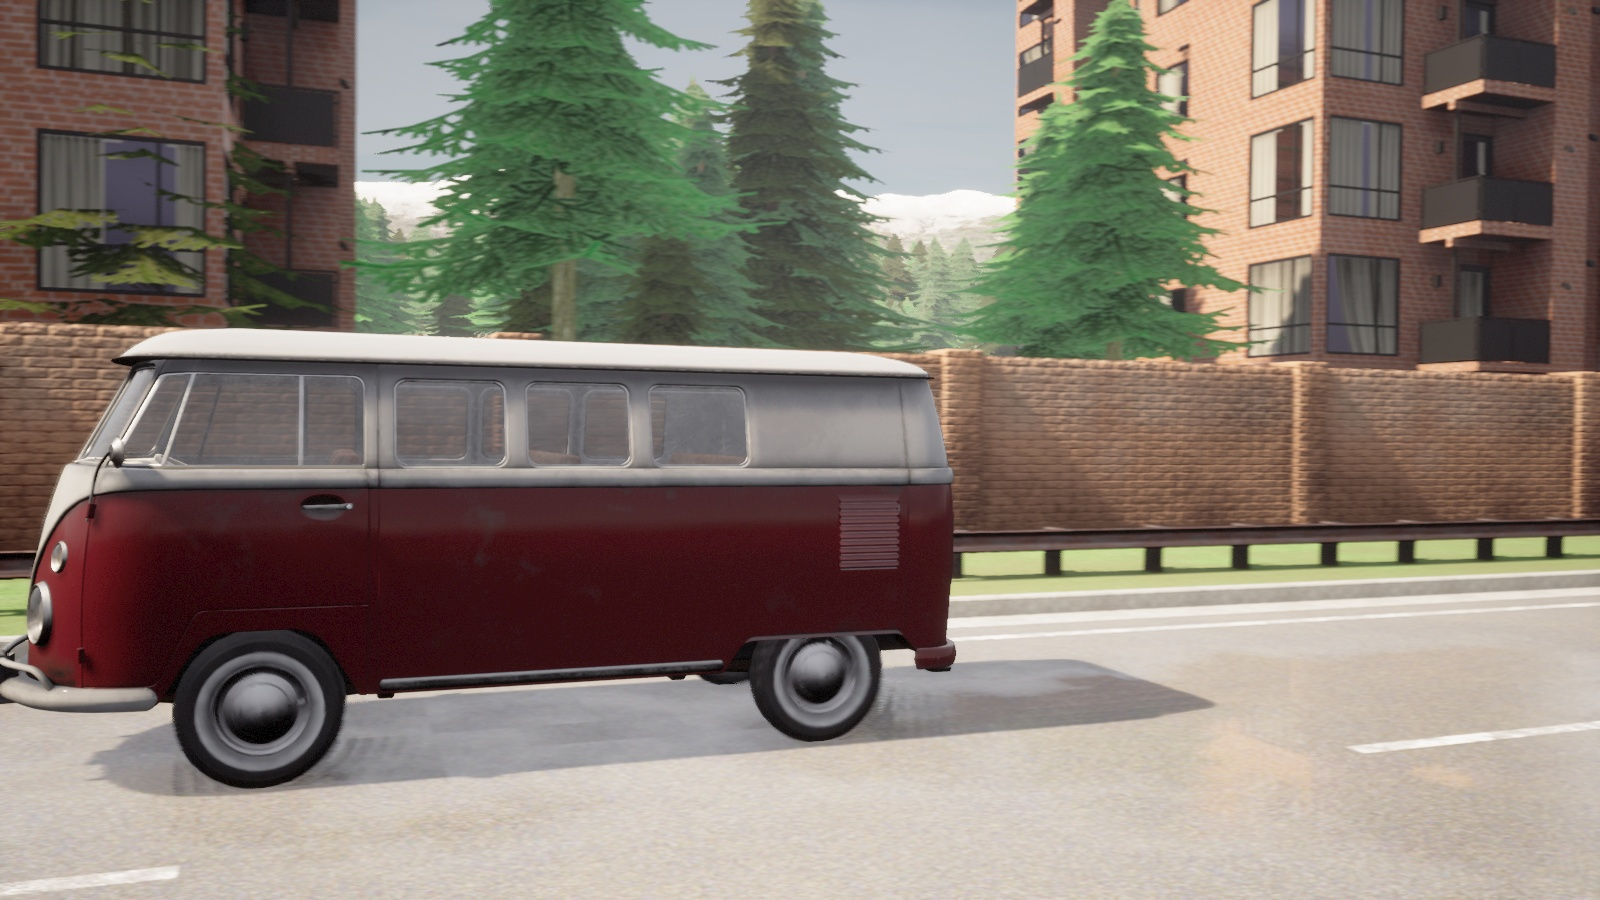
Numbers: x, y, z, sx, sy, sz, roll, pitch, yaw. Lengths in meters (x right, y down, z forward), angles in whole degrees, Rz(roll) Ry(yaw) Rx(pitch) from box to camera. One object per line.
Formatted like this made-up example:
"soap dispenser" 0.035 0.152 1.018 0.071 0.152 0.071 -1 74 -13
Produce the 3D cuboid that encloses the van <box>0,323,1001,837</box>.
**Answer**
"van" -1.371 0.460 6.459 4.442 1.987 1.775 -1 1 -21
